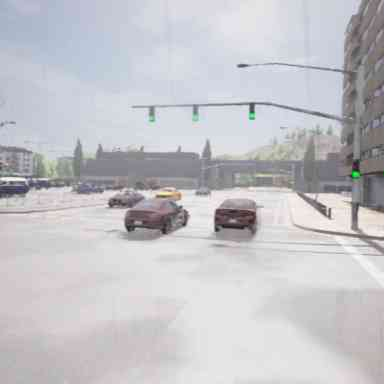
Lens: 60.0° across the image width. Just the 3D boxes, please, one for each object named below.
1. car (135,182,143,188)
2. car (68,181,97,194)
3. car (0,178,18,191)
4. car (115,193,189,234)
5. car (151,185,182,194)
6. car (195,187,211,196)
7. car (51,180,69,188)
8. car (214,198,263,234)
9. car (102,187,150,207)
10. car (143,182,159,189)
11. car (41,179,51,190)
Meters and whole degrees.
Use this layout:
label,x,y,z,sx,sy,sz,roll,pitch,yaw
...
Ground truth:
label,x,y,z,sx,sy,sz,roll,pitch,yaw
car,-10.922,-1.274,71.734,1.905,1.878,3.866,2,2,15
car,-18.231,-0.732,55.648,1.970,1.475,3.806,2,2,15
car,-34.518,-1.521,60.086,1.932,1.855,4.605,2,2,15
car,-1.517,1.010,15.443,1.812,1.442,4.674,2,2,15
car,-2.629,0.265,38.438,1.882,1.535,5.008,2,2,15
car,1.935,-0.067,54.804,1.812,1.442,4.674,2,2,16
car,-29.825,-1.910,76.962,1.905,1.878,3.866,2,2,15
car,2.390,1.043,16.444,1.882,1.535,5.008,2,1,15
car,-5.425,0.586,28.319,1.994,1.385,4.181,2,2,15
car,-8.150,-1.181,70.906,1.932,1.855,4.605,2,2,15
car,-32.616,-1.765,77.756,1.970,1.475,3.806,2,2,15
